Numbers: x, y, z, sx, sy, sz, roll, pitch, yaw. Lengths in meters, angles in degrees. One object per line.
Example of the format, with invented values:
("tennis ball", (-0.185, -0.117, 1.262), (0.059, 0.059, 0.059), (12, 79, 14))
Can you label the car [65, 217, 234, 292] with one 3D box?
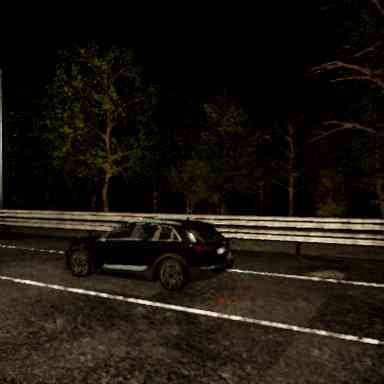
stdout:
("car", (-1.283, 1.512, 9.120), (4.856, 1.649, 2.033), (-1, 0, 27))
